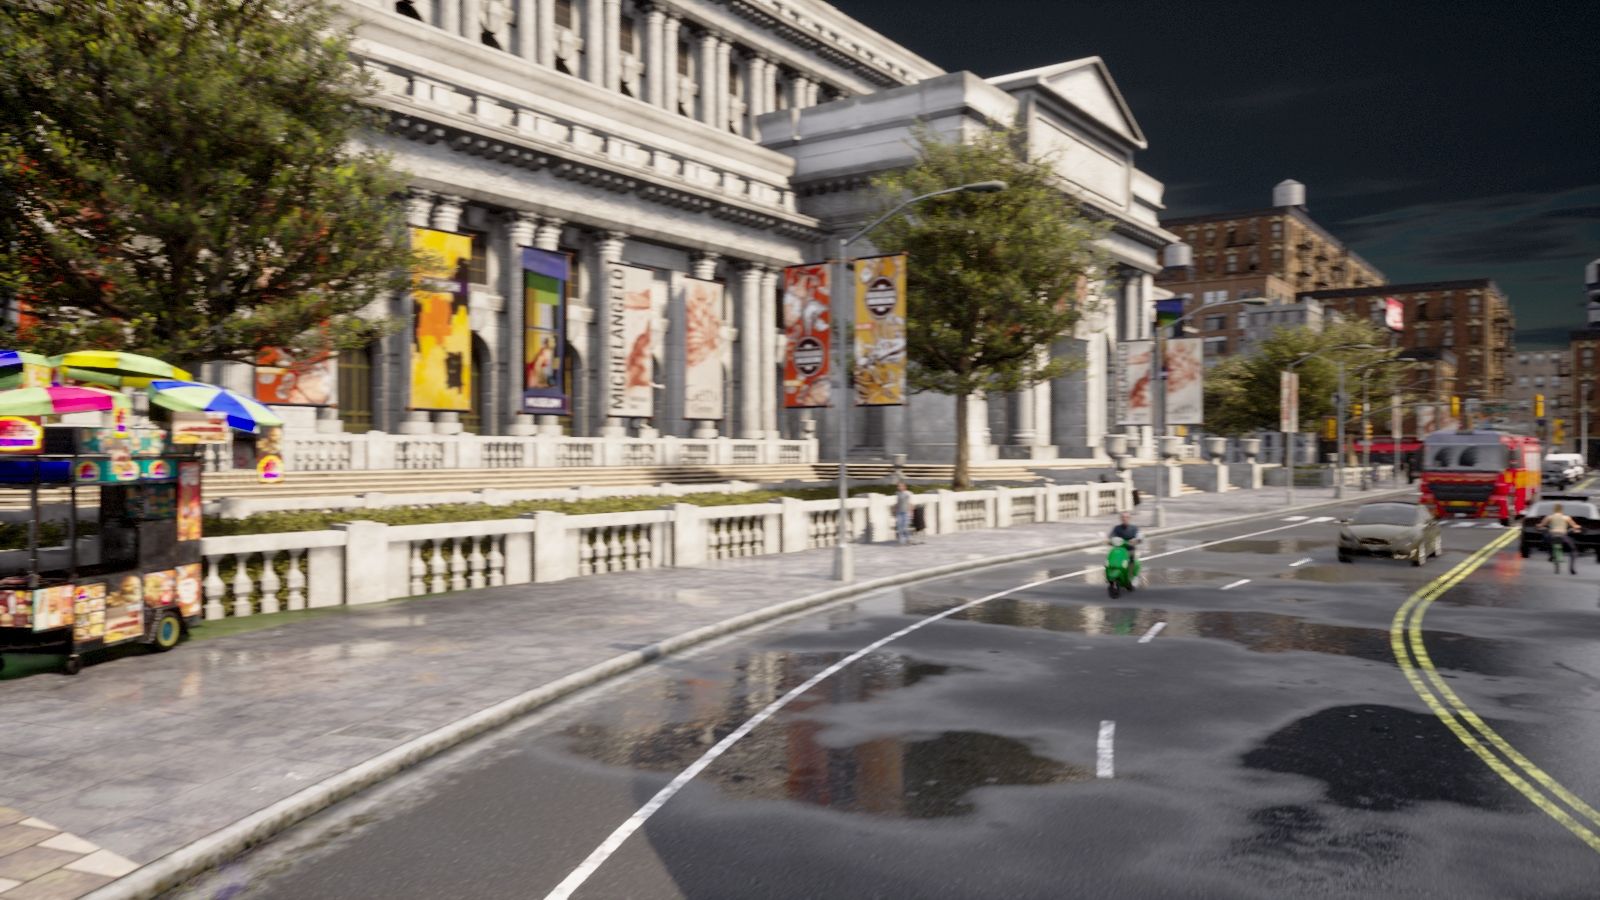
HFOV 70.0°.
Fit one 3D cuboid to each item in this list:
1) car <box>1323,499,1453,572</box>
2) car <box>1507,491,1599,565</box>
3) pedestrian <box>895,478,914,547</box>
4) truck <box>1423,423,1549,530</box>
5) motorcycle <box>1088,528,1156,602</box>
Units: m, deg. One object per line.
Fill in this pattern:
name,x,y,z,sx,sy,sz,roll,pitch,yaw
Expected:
car,15.091,2.092,29.165,2.231,1.480,4.892,0,0,36
car,20.532,2.024,30.861,2.097,1.638,5.238,0,0,36
pedestrian,2.867,1.703,31.298,0.375,1.860,0.375,0,0,34
truck,27.094,0.945,44.933,2.891,3.827,8.468,0,0,40
motorcycle,6.247,2.195,22.101,0.856,1.236,1.805,0,0,30
